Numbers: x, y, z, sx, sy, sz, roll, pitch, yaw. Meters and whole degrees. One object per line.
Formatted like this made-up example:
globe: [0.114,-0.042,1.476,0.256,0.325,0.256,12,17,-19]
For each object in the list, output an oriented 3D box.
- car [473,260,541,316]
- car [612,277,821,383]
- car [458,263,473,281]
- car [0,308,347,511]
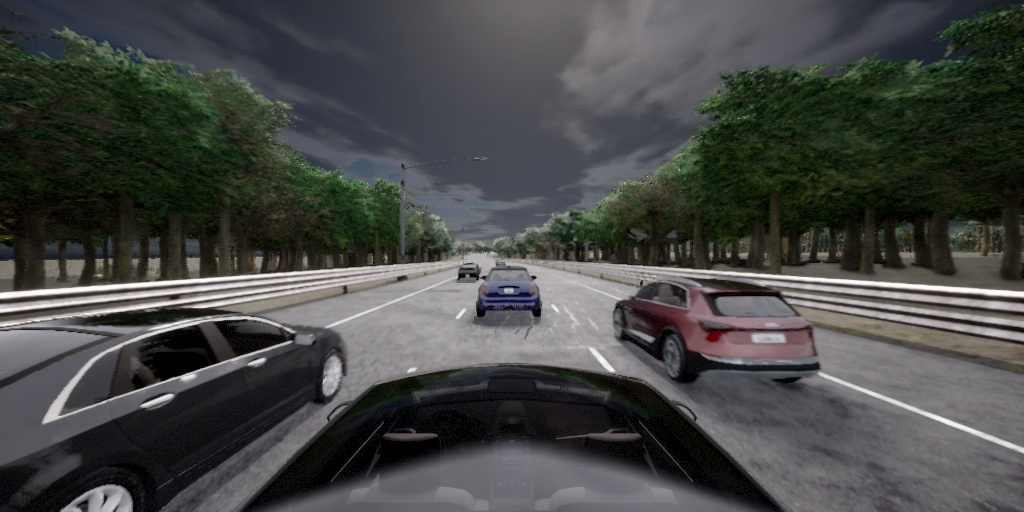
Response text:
car: [-0.116,1.150,13.677,2.097,1.767,4.553,0,0,0]
car: [3.492,1.200,7.150,2.033,1.649,4.856,0,0,0]
car: [-3.780,1.390,32.454,1.837,1.490,4.892,0,0,-2]
car: [-3.386,1.264,3.472,1.837,1.490,4.892,0,0,0]
